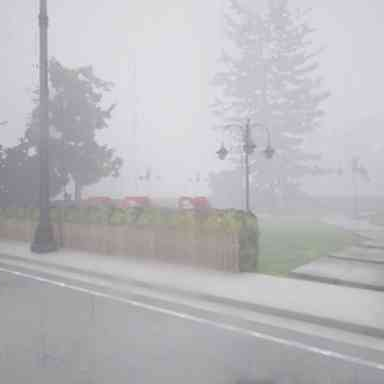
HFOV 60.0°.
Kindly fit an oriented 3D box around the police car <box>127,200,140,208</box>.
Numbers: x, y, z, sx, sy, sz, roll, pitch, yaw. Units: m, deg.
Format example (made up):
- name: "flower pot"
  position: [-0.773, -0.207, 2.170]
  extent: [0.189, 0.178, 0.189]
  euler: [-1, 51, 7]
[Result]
- name: "police car"
  position: [-8.827, 1.817, 55.932]
  extent: [1.930, 1.638, 5.238]
  euler: [-1, 0, 35]
